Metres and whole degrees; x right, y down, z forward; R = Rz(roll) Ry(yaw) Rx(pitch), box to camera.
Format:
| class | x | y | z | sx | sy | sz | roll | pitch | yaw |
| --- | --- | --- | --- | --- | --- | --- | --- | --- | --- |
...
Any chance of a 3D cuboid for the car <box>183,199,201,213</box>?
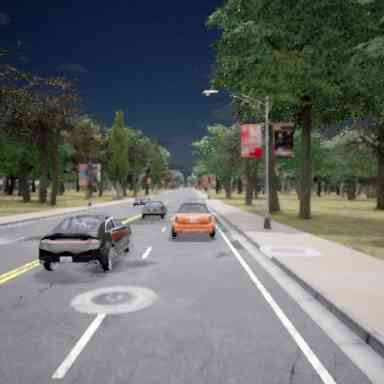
| class | x | y | z | sx | sy | sz | roll | pitch | yaw |
| --- | --- | --- | --- | --- | --- | --- | --- | --- | --- |
| car | 0.023 | 1.535 | 37.787 | 1.895 | 1.301 | 4.718 | 0 | 0 | 0 |

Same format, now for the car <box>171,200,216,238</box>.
| class | x | y | z | sx | sy | sz | roll | pitch | yaw |
| --- | --- | --- | --- | --- | --- | --- | --- | --- | --- |
| car | 0.065 | 1.318 | 17.518 | 2.097 | 1.767 | 4.553 | 0 | 0 | 0 |

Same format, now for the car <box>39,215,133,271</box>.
| class | x | y | z | sx | sy | sz | roll | pitch | yaw |
| --- | --- | --- | --- | --- | --- | --- | --- | --- | --- |
| car | -3.169 | 1.473 | 10.776 | 2.128 | 1.511 | 4.902 | 0 | 0 | 0 |

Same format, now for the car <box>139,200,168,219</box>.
| class | x | y | z | sx | sy | sz | roll | pitch | yaw |
| --- | --- | --- | --- | --- | --- | --- | --- | --- | --- |
| car | -3.207 | 1.498 | 28.943 | 2.033 | 1.411 | 5.357 | 0 | 0 | 0 |
